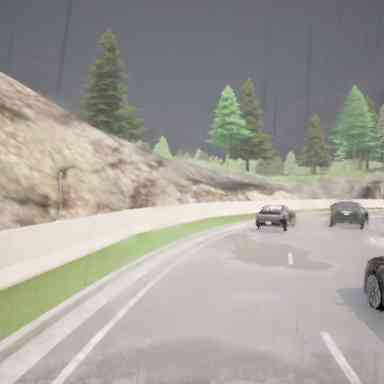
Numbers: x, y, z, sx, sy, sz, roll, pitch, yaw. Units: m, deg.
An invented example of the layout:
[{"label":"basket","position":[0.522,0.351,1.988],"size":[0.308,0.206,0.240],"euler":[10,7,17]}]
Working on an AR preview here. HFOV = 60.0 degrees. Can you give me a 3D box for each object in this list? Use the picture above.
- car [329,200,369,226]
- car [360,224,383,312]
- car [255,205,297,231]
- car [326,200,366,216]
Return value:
[{"label":"car","position":[11.144,1.450,23.408],"size":[2.097,1.767,4.553],"euler":[1,0,32]},{"label":"car","position":[4.223,1.529,4.844],"size":[2.128,1.511,4.902],"euler":[0,0,7]},{"label":"car","position":[5.373,1.540,20.932],"size":[2.128,1.511,4.902],"euler":[0,0,26]},{"label":"car","position":[16.334,1.636,35.167],"size":[4.902,1.511,2.128],"euler":[1,0,-42]}]
